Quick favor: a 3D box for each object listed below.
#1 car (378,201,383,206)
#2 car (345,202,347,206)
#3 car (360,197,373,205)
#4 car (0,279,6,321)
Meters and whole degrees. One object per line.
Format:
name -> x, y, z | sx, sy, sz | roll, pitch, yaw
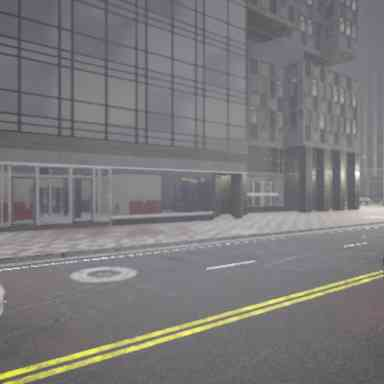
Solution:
car -> 33.638, 1.708, 55.830 | 1.947, 1.339, 4.313 | 1, 0, -35
car -> 23.529, 1.631, 55.354 | 1.752, 1.417, 4.829 | 1, 0, -35
car -> 30.387, 1.644, 60.421 | 2.008, 1.369, 4.403 | 1, 0, -35
car -> -4.984, 1.518, 4.123 | 4.674, 1.442, 1.812 | 0, 0, -35
